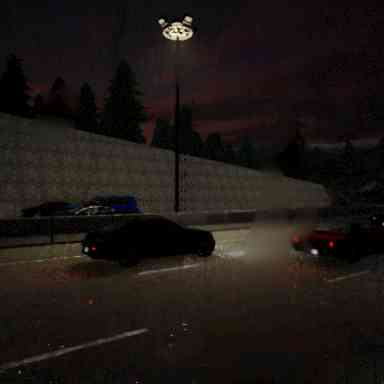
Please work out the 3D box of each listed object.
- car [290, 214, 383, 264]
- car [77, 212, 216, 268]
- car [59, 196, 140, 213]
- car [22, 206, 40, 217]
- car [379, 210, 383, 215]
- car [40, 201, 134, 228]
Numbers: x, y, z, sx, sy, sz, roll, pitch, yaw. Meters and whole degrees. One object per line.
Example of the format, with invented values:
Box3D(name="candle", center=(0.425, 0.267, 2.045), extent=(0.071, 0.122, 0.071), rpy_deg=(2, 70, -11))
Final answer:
Box3D(name="car", center=(5.836, 1.686, 12.234), extent=(4.718, 1.301, 1.895), rpy_deg=(0, 0, -36))
Box3D(name="car", center=(-1.323, 1.571, 11.409), extent=(4.674, 1.442, 1.812), rpy_deg=(0, 0, -36))
Box3D(name="car", center=(-6.664, 1.304, 25.052), extent=(5.566, 2.045, 2.150), rpy_deg=(0, 0, -36))
Box3D(name="car", center=(-12.367, 1.580, 29.576), extent=(4.892, 1.490, 1.837), rpy_deg=(0, 0, -36))
Box3D(name="car", center=(14.084, 1.773, 22.449), extent=(4.718, 1.301, 1.895), rpy_deg=(0, 0, -36))
Box3D(name="car", center=(-6.509, 1.555, 20.857), extent=(4.902, 1.511, 2.128), rpy_deg=(0, 0, -36))
